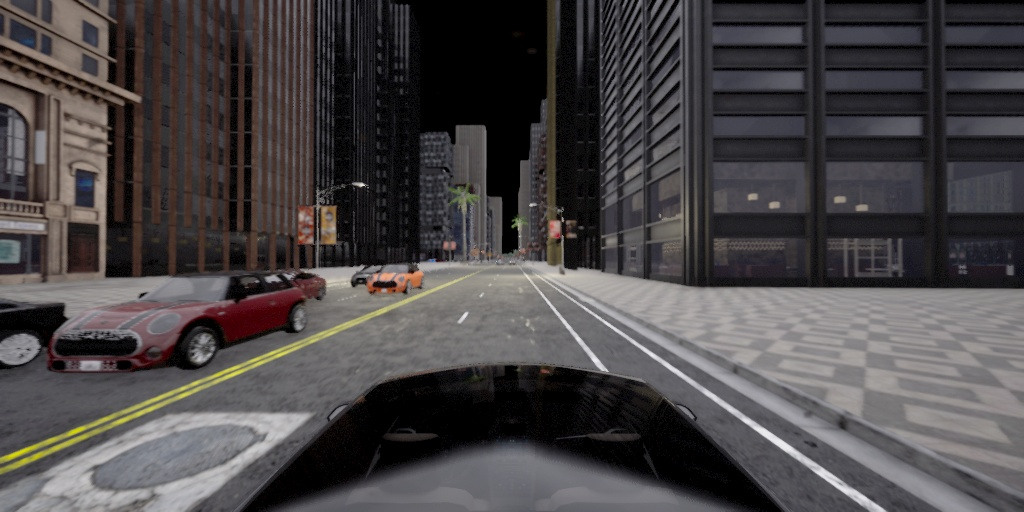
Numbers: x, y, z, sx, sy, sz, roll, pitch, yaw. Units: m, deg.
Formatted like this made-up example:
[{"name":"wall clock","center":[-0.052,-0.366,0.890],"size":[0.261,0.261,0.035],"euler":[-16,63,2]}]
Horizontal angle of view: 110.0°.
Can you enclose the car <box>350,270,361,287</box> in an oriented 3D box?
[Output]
[{"name":"car","center":[-9.749,1.386,25.608],"size":[1.837,1.490,4.892],"euler":[0,0,0]}]

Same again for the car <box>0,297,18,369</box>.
[{"name":"car","center":[-9.845,1.243,5.056],"size":[1.882,1.535,5.008],"euler":[0,-1,0]}]

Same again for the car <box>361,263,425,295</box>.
[{"name":"car","center":[-6.548,1.204,20.671],"size":[2.097,1.767,4.553],"euler":[0,0,1]}]

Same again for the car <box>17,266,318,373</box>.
[{"name":"car","center":[-6.604,1.134,7.851],"size":[2.097,1.767,4.553],"euler":[0,0,0]}]

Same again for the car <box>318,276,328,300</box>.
[{"name":"car","center":[-9.814,1.350,15.551],"size":[1.812,1.442,4.674],"euler":[0,0,0]}]
